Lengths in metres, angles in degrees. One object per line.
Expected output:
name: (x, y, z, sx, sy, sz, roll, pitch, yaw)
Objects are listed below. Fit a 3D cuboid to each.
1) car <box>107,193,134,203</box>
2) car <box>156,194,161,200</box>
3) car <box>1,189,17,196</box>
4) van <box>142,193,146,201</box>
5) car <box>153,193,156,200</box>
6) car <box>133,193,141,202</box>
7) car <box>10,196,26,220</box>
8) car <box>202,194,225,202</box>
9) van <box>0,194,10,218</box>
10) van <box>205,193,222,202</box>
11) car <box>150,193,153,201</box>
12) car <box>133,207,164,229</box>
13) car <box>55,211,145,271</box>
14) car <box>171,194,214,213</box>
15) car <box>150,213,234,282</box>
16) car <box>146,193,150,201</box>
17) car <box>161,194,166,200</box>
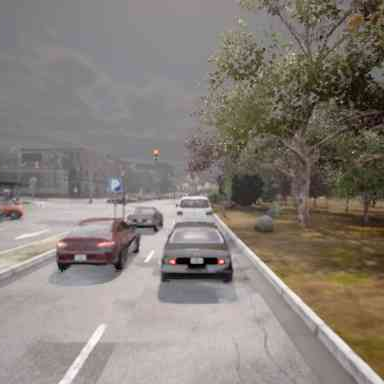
car: (-14.450, 1.503, 65.847, 4.792, 1.488, 2.163, -1, 0, -15)
car: (-11.461, 1.555, 89.782, 4.674, 1.452, 2.002, -1, 0, -12)
car: (-31.170, 0.262, 56.717, 2.002, 1.452, 4.674, 6, -3, -19)
van: (-13.248, 1.258, 74.832, 4.442, 1.987, 1.878, -1, 0, -14)
car: (-12.276, 1.543, 83.800, 4.674, 1.452, 2.002, -1, -1, -13)
car: (-13.806, 1.467, 68.840, 5.366, 1.575, 1.946, -1, 0, -15)
car: (-16.629, 1.466, 28.041, 4.553, 1.767, 2.185, -1, 0, -19)
car: (4.660, 1.299, 71.414, 4.553, 1.767, 2.185, 1, 0, -14)
van: (-16.604, 1.353, 25.064, 4.442, 1.987, 1.878, -1, -1, -19)
van: (4.277, 1.193, 68.445, 4.442, 1.987, 1.878, 1, 0, -14)
car: (-12.647, 1.537, 80.798, 4.674, 1.452, 2.002, -1, 0, -13)
car: (-2.845, 1.619, 20.696, 2.033, 1.411, 5.357, 0, 0, 1)
car: (-2.893, 1.560, 10.953, 1.812, 1.442, 4.674, 0, 0, 0)
car: (0.151, 1.290, 20.118, 2.150, 2.045, 5.566, 0, 0, 0)
car: (0.107, 1.578, 9.868, 2.033, 1.411, 5.357, 0, 0, 0)
car: (-13.020, 1.493, 77.803, 4.892, 1.521, 2.231, -1, -1, -14)
car: (-11.011, 1.269, 92.789, 5.566, 2.045, 2.435, -1, -1, -12)
